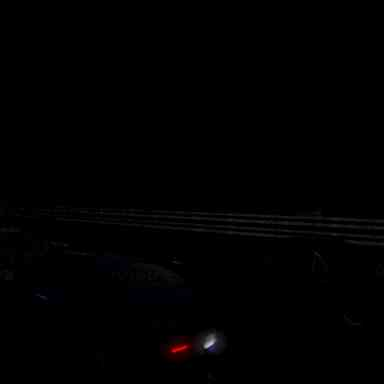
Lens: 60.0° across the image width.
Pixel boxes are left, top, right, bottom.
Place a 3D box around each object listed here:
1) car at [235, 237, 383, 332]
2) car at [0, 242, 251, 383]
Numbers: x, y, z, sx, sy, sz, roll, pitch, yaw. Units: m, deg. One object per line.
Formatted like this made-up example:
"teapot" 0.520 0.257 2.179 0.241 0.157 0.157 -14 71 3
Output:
"car" 2.032 1.605 6.844 4.718 1.301 1.895 0 0 36
"car" -1.658 1.534 5.180 4.674 1.442 1.812 0 0 36
